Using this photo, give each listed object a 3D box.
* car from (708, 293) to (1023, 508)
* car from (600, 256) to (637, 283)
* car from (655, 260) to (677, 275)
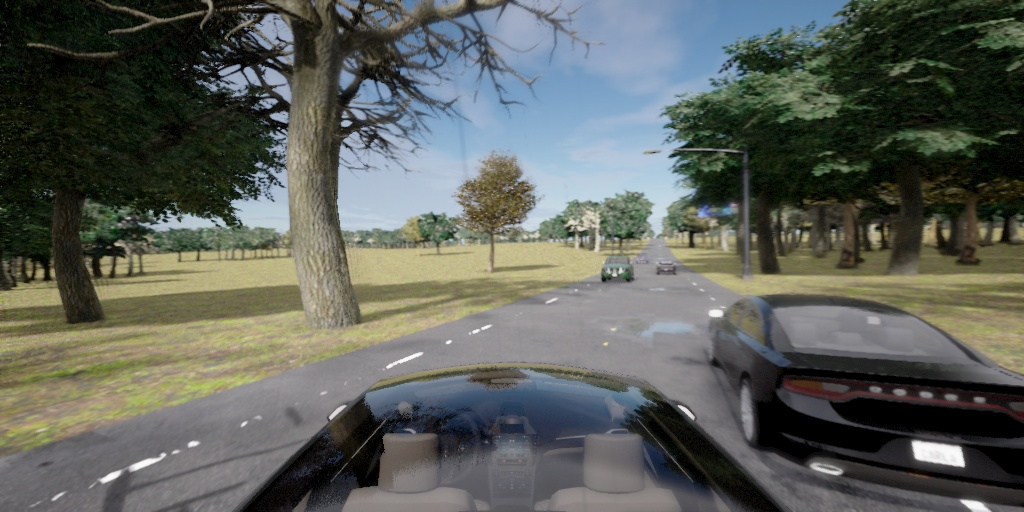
[{"bbox_3d":[3.888,1.230,4.778,1.882,1.535,5.008,-1,-1,22],"label":"car"},{"bbox_3d":[8.543,1.010,28.807,2.150,2.045,5.566,-1,0,22],"label":"car"},{"bbox_3d":[16.242,1.136,37.827,2.128,1.511,4.902,-1,0,22],"label":"car"}]
